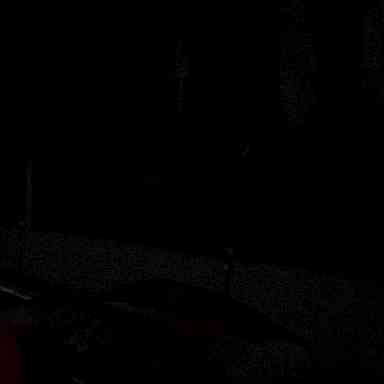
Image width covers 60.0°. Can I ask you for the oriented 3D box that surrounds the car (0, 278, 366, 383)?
[{"bbox_3d":[-0.563,1.549,3.220,4.206,1.307,1.802,1,1,36],"label":"car"}]
